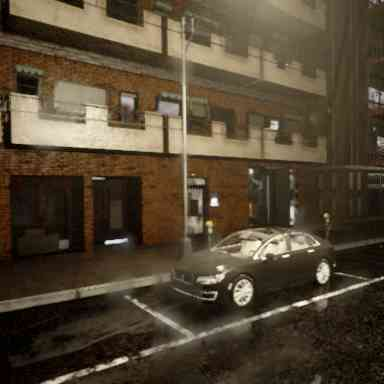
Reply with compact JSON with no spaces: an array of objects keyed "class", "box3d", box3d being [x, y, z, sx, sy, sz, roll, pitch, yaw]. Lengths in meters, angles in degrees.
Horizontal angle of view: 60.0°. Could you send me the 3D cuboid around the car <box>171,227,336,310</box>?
[{"class":"car","box3d":[1.577,1.541,7.697,4.403,1.369,2.008,0,-1,-35]}]
